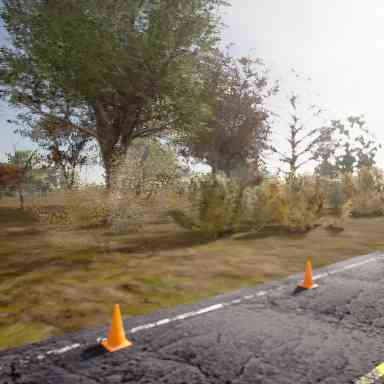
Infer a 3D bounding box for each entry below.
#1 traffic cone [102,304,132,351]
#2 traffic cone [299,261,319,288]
[{"bbox_3d":[-1.110,1.959,4.922,0.340,0.580,0.340,0,0,-37],"label":"traffic cone"},{"bbox_3d":[2.782,1.934,7.917,0.340,0.580,0.340,0,0,-39],"label":"traffic cone"}]
